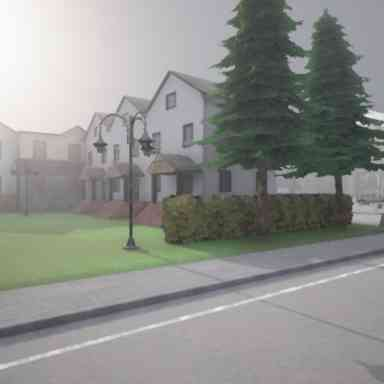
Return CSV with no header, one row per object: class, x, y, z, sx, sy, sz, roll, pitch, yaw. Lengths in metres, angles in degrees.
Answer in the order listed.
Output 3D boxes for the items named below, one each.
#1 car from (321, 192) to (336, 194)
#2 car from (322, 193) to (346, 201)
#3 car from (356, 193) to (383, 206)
car,29.524,1.042,72.406,1.905,1.878,3.866,0,0,-36
car,31.638,1.061,74.442,1.932,1.855,4.605,0,0,-36
car,26.791,1.071,48.984,1.932,1.855,4.605,0,0,-36
